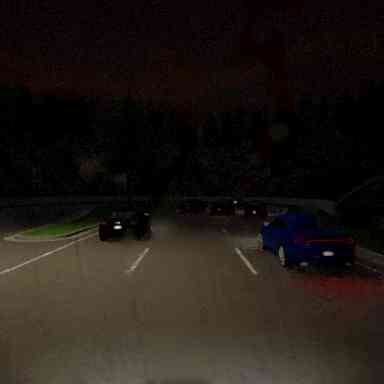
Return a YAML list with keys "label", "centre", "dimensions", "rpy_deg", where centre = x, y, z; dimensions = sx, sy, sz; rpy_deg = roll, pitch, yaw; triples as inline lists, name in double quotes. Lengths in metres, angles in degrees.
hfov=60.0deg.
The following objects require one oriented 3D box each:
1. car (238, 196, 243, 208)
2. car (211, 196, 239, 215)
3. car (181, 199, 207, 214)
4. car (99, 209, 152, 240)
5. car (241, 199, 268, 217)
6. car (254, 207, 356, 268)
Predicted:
- label: "car"
  centre: [5.919, 1.352, 43.775]
  dimensions: [2.097, 1.767, 4.553]
  rpy_deg: [0, 0, 13]
- label: "car"
  centre: [3.218, 1.477, 33.679]
  dimensions: [1.882, 1.535, 5.008]
  rpy_deg: [0, 0, 16]
- label: "car"
  centre: [0.275, 1.477, 36.214]
  dimensions: [1.882, 1.535, 5.008]
  rpy_deg: [0, 0, 16]
- label: "car"
  centre: [-3.262, 1.564, 16.980]
  dimensions: [1.994, 1.385, 4.181]
  rpy_deg: [0, 0, 2]
- label: "car"
  centre: [5.955, 1.525, 30.636]
  dimensions: [1.812, 1.442, 4.674]
  rpy_deg: [0, 0, 15]
- label: "car"
  centre: [3.615, 1.477, 11.258]
  dimensions: [1.882, 1.535, 5.008]
  rpy_deg: [0, 0, 0]
